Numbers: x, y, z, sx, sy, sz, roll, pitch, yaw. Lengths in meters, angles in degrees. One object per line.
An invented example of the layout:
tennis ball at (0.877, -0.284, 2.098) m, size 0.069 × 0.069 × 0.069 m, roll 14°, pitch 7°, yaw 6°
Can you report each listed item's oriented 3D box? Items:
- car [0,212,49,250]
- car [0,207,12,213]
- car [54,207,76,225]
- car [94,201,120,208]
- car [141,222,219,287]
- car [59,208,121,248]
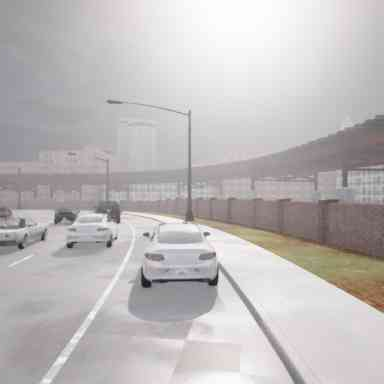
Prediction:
car at (-7.981, 1.769, 14.947) m, size 1.895 × 1.301 × 4.718 m, roll 0°, pitch -1°, yaw -8°
car at (-20.706, 2.367, 36.084) m, size 1.812 × 1.442 × 4.674 m, roll 0°, pitch -2°, yaw -21°
car at (-11.195, 2.080, 29.813) m, size 1.837 × 1.490 × 4.892 m, roll 0°, pitch -2°, yaw -16°
car at (-7.844, 1.831, 30.827) m, size 2.150 × 2.045 × 5.566 m, roll 0°, pitch -2°, yaw -16°
car at (-0.406, 1.582, 9.382) m, size 1.812 × 1.442 × 4.674 m, roll 0°, pitch -1°, yaw -5°
car at (-4.512, 1.690, 15.413) m, size 1.812 × 1.442 × 4.674 m, roll 0°, pitch -1°, yaw -8°
